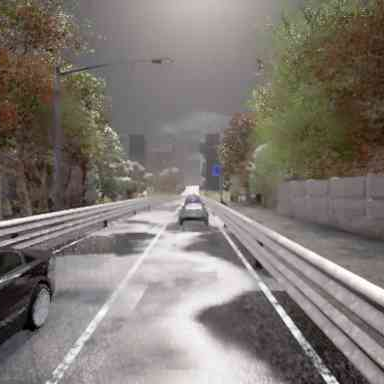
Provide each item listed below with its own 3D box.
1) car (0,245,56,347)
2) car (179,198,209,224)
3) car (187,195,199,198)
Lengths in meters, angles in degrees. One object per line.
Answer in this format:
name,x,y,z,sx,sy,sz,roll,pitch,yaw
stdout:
car,-3.348,1.434,3.897,1.882,1.535,5.008,0,1,0
car,0.117,1.358,22.990,1.994,1.385,4.181,0,0,0
car,0.135,1.117,43.560,2.097,1.767,4.553,0,0,0
